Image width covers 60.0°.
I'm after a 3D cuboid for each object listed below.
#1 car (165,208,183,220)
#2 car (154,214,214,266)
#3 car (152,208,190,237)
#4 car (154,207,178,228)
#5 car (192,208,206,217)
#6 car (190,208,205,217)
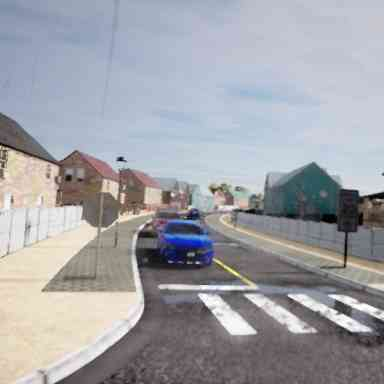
[{"bbox_3d":[-2.586,3.136,48.777,2.033,1.411,5.357,4,-2,3],"label":"car"},{"bbox_3d":[-0.378,1.931,13.757,1.882,1.535,5.008,4,-2,-8],"label":"car"},{"bbox_3d":[-1.652,2.096,22.825,2.097,1.767,4.553,4,-2,-6],"label":"car"},{"bbox_3d":[-2.498,2.420,32.685,2.097,1.767,4.553,4,-2,-3],"label":"car"},{"bbox_3d":[1.301,3.727,59.640,1.994,1.385,4.181,4,-2,6],"label":"car"},{"bbox_3d":[0.429,3.158,49.564,2.097,1.767,4.553,4,-2,3],"label":"car"}]
